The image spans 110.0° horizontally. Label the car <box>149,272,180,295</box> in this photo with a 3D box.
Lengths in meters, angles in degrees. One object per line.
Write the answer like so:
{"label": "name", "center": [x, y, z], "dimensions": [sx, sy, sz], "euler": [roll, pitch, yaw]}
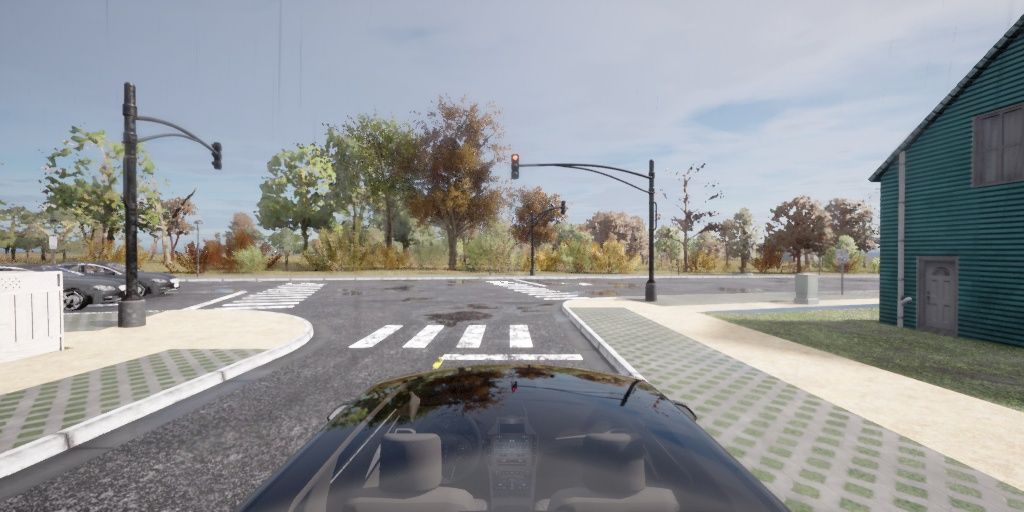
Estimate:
{"label": "car", "center": [-17.112, 0.990, 14.937], "dimensions": [4.902, 1.511, 2.128], "euler": [1, 0, -22]}

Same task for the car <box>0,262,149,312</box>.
{"label": "car", "center": [-15.957, 1.019, 11.887], "dimensions": [4.902, 1.511, 2.128], "euler": [1, 0, -22]}
